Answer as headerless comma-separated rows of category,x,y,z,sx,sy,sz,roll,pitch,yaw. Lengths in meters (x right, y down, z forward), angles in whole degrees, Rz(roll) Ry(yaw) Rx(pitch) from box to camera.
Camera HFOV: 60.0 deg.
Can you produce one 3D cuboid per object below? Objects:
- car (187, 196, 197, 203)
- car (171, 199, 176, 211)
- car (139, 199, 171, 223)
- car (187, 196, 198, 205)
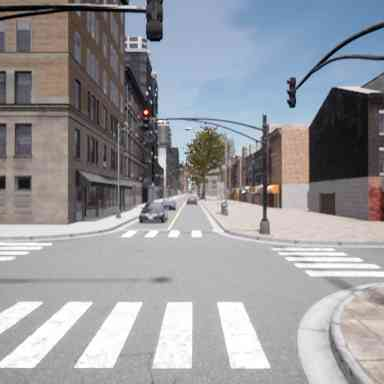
car,0.027,1.546,69.210,1.994,1.385,4.181,0,0,0
car,-2.894,1.528,41.130,2.033,1.411,5.357,0,0,0
car,-2.878,1.514,25.447,1.812,1.442,4.674,0,0,0
car,0.033,1.528,58.928,2.033,1.411,5.357,0,0,1
